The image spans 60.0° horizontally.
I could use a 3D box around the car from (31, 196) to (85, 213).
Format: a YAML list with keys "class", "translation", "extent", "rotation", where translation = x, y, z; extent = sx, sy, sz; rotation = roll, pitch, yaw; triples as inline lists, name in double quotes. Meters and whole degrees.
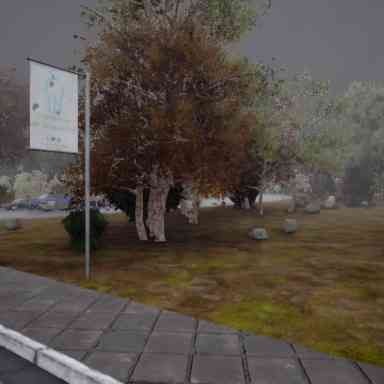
- class: "car"
  translation: [-14.606, 1.539, 37.341]
  extent: [2.033, 1.411, 5.357]
  rotation: [0, 0, 39]

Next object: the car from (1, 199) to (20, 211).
- class: "car"
  translation: [-20.830, 1.498, 41.122]
  extent: [1.837, 1.490, 4.892]
  rotation: [0, 0, 38]

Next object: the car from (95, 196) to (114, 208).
- class: "car"
  translation: [-11.033, 1.312, 47.945]
  extent: [2.097, 1.767, 4.553]
  rotation: [0, 0, 37]

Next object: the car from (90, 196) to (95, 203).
- class: "car"
  translation: [-14.844, 1.319, 48.739]
  extent: [2.097, 1.767, 4.553]
  rotation: [0, 0, 38]

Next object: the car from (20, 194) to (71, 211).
- class: "car"
  translation: [-17.130, 1.212, 40.145]
  extent: [2.150, 2.045, 5.566]
  rotation: [0, 0, 39]
